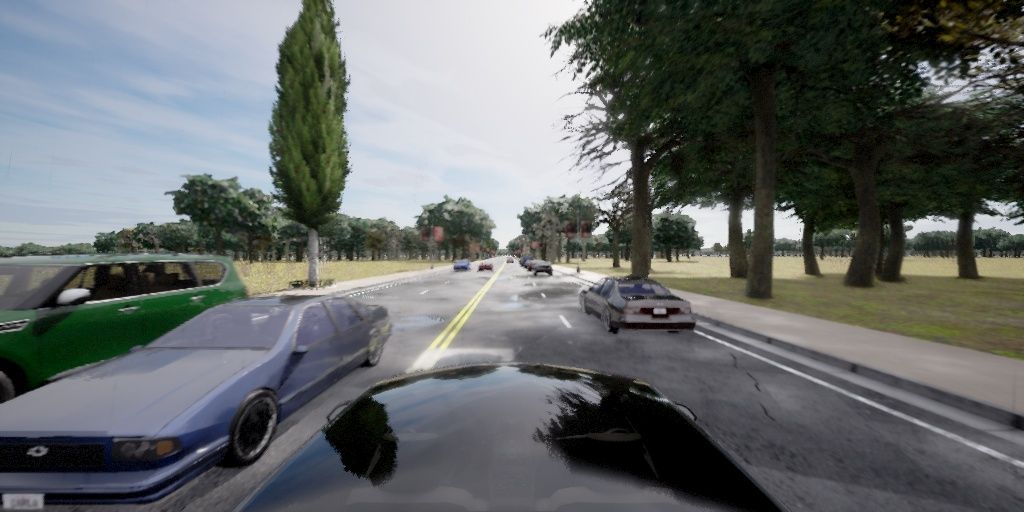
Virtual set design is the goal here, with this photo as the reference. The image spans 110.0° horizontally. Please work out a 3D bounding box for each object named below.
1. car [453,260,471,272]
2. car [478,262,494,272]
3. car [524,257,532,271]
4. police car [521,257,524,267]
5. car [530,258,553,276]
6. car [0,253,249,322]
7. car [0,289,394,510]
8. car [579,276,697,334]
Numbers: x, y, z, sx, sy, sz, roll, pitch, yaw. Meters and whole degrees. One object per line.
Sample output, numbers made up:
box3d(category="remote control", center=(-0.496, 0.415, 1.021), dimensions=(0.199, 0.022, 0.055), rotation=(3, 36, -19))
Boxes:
box3d(category="car", center=(-6.676, 1.269, 48.370), dimensions=(1.882, 1.535, 5.008), rotation=(0, 0, 0))
box3d(category="car", center=(-3.426, 1.391, 47.429), dimensions=(1.895, 1.301, 4.718), rotation=(0, 0, 0))
box3d(category="car", center=(3.145, 1.295, 48.704), dimensions=(2.163, 1.488, 4.792), rotation=(0, 0, 0))
box3d(category="police car", center=(3.087, 1.307, 59.680), dimensions=(2.038, 1.542, 4.974), rotation=(0, 0, 0))
box3d(category="car", center=(3.189, 1.283, 37.669), dimensions=(1.837, 1.490, 4.892), rotation=(0, 0, 0))
box3d(category="car", center=(-6.600, 0.973, 5.318), dimensions=(2.150, 2.045, 5.566), rotation=(0, 0, 0))
box3d(category="car", center=(-3.348, 1.299, 5.124), dimensions=(2.033, 1.411, 5.357), rotation=(0, 0, 0))
box3d(category="car", center=(3.348, 1.301, 10.640), dimensions=(2.033, 1.411, 5.357), rotation=(0, 0, 0))
